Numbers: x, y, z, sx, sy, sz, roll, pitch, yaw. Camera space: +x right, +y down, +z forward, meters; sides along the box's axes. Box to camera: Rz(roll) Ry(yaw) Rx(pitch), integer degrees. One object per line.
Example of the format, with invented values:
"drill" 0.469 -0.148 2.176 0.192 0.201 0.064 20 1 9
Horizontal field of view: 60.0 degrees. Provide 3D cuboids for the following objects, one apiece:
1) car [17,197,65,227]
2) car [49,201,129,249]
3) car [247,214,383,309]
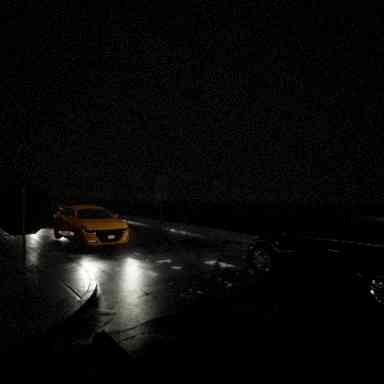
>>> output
"car" -9.959 1.188 21.658 1.882 1.535 5.008 1 0 -36
"car" -4.351 1.309 13.932 1.882 1.535 5.008 1 0 -36
"car" 3.500 1.324 8.150 2.097 1.767 4.553 1 0 -36
